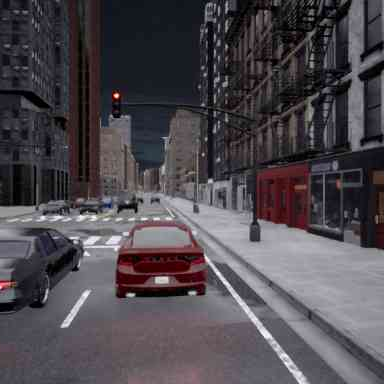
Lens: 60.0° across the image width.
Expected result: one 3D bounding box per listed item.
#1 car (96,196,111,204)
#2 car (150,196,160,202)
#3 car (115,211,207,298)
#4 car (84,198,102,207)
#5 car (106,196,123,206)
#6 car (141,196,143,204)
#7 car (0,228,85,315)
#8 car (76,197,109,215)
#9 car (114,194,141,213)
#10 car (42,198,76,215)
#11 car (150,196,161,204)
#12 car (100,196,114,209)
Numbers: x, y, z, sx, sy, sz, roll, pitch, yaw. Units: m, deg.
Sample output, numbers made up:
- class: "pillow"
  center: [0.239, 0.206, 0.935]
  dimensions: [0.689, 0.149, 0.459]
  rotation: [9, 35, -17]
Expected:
- class: "car"
  center: [-16.941, 1.518, 63.764]
  dimensions: [2.128, 1.511, 4.902]
  rotation: [0, 0, -6]
- class: "car"
  center: [-8.423, 1.571, 75.500]
  dimensions: [2.033, 1.411, 5.357]
  rotation: [0, 0, -6]
- class: "car"
  center: [-0.810, 1.477, 8.609]
  dimensions: [1.882, 1.535, 5.008]
  rotation: [0, 0, -6]
- class: "car"
  center: [-15.780, 1.622, 53.197]
  dimensions: [1.895, 1.301, 4.718]
  rotation: [0, 0, -6]
- class: "car"
  center: [-12.683, 1.513, 54.762]
  dimensions: [2.128, 1.511, 4.902]
  rotation: [0, 0, -6]
- class: "car"
  center: [-10.544, 1.505, 65.392]
  dimensions: [1.882, 1.535, 5.008]
  rotation: [0, 0, -6]
- class: "car"
  center: [-3.916, 1.547, 7.737]
  dimensions: [2.033, 1.411, 5.357]
  rotation: [0, 0, -6]
- class: "car"
  center: [-10.474, 1.558, 35.003]
  dimensions: [2.033, 1.411, 5.357]
  rotation: [0, 0, -6]
- class: "car"
  center: [-7.206, 1.235, 37.748]
  dimensions: [2.150, 2.045, 5.566]
  rotation: [0, 0, -8]
- class: "car"
  center: [-13.591, 1.515, 33.665]
  dimensions: [1.837, 1.490, 4.892]
  rotation: [0, 0, -6]
- class: "car"
  center: [-7.156, 1.532, 65.199]
  dimensions: [1.837, 1.490, 4.892]
  rotation: [0, 0, -6]
- class: "car"
  center: [-11.551, 1.494, 44.646]
  dimensions: [1.882, 1.535, 5.008]
  rotation: [0, 0, -6]
